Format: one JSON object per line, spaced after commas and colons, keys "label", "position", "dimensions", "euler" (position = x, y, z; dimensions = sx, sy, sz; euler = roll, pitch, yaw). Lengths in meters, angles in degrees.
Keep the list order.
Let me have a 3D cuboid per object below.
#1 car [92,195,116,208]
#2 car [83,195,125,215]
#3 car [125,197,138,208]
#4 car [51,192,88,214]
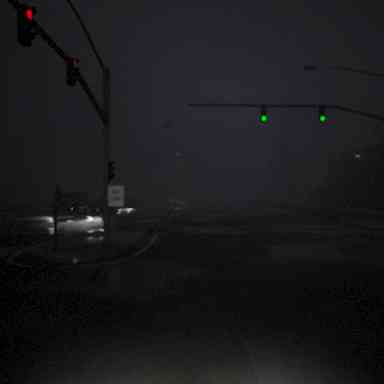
{"label": "car", "position": [-11.548, 1.202, 43.813], "dimensions": [1.837, 1.490, 4.892], "euler": [0, 0, 0]}
{"label": "car", "position": [-8.082, 1.277, 31.016], "dimensions": [2.128, 1.511, 4.902], "euler": [0, 0, 0]}
{"label": "car", "position": [-8.046, 1.276, 41.551], "dimensions": [1.994, 1.385, 4.181], "euler": [0, 0, 1]}
{"label": "car", "position": [-11.566, 0.999, 32.155], "dimensions": [2.150, 2.045, 5.566], "euler": [0, 0, 1]}
